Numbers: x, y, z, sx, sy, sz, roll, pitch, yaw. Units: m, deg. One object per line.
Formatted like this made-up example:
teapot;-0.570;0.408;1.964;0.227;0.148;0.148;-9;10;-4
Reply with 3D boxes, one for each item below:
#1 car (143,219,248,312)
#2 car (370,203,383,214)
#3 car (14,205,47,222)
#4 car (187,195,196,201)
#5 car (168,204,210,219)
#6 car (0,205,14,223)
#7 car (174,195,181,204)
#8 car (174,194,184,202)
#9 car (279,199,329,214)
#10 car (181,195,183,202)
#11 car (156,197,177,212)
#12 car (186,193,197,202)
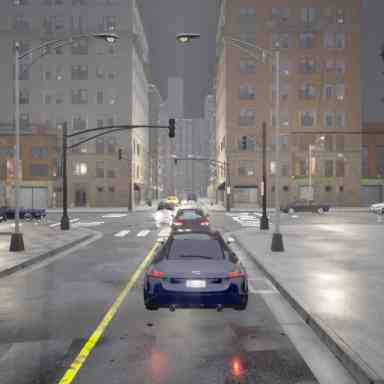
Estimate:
car;0.083;1.564;7.785;1.994;1.385;4.181;0;0;0
car;20.419;1.439;33.352;4.674;1.442;1.812;0;0;-1
car;-14.153;1.647;26.438;4.718;1.301;1.895;0;0;0
car;-0.114;1.583;86.685;2.128;1.511;4.902;0;0;0
car;-0.087;1.525;16.529;1.812;1.442;4.674;0;0;-2
car;-15.224;1.615;23.183;4.181;1.385;1.994;0;0;0
car;-3.099;1.502;51.986;1.882;1.535;5.008;0;0;0
car;-3.090;1.395;78.626;2.097;1.767;4.553;0;0;0
car;11.157;1.450;33.298;4.892;1.490;1.837;0;0;0
car;-3.089;1.585;64.633;2.033;1.411;5.357;0;0;0
car;-3.065;1.611;39.034;1.895;1.301;4.718;0;0;0
car;-0.080;1.274;76.296;2.150;2.045;5.566;0;0;0
